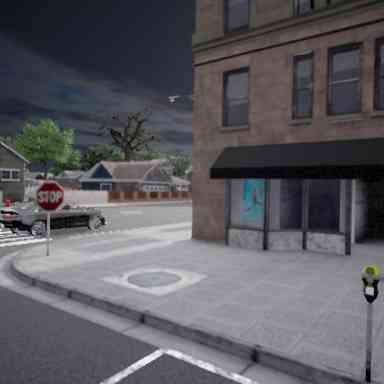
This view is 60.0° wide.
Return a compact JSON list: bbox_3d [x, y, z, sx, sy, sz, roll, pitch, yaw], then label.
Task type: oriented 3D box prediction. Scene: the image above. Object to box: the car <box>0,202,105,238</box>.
[{"bbox_3d":[-6.345,1.154,15.640,2.128,1.511,4.902,2,1,36],"label":"car"}]
